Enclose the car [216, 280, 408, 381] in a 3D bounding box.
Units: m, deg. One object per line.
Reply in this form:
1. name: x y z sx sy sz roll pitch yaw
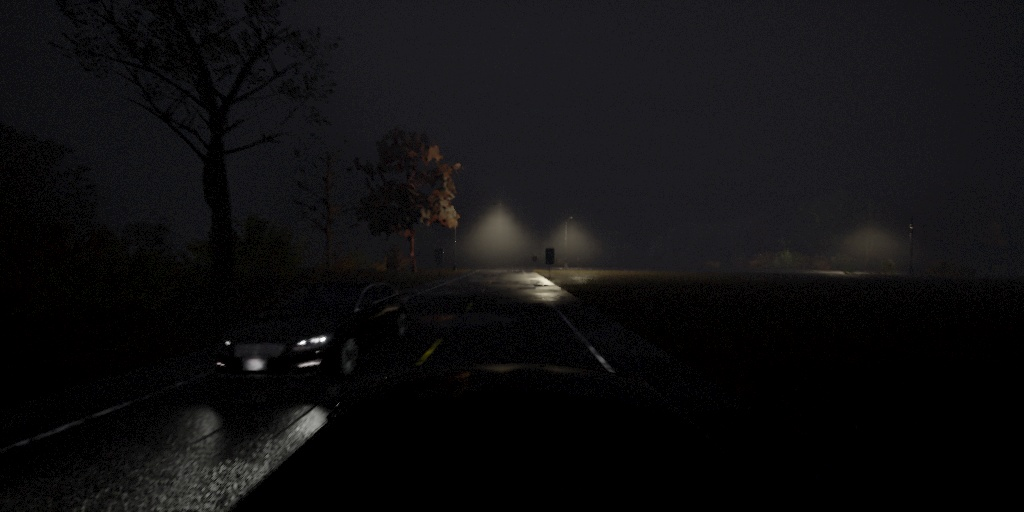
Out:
1. car: -3.601 1.280 7.476 2.128 1.511 4.902 0 -1 0
